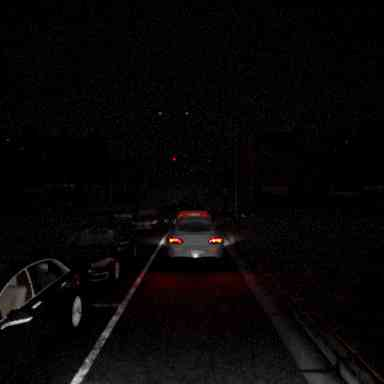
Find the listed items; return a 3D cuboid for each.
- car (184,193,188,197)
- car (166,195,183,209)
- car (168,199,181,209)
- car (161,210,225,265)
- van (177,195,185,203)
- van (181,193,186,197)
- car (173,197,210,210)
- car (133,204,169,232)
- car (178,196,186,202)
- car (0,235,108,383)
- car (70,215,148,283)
[{"bbox_3d":[-2.671,1.645,74.906,2.192,1.841,5.009,-1,0,0],"label":"car"},{"bbox_3d":[-2.669,1.695,47.206,1.967,1.590,4.097,-2,0,0],"label":"car"},{"bbox_3d":[-2.667,1.811,52.573,1.752,1.417,4.829,-2,0,0],"label":"car"},{"bbox_3d":[0.098,1.574,11.824,1.812,1.442,4.674,0,0,0],"label":"car"},{"bbox_3d":[-2.668,1.664,80.443,1.690,1.788,3.998,-1,0,0],"label":"van"},{"bbox_3d":[-2.669,1.671,69.362,1.690,1.788,3.998,-1,0,0],"label":"van"},{"bbox_3d":[0.097,1.450,21.787,2.097,1.767,4.553,0,0,0],"label":"car"},{"bbox_3d":[-2.661,1.672,20.428,1.802,1.307,4.206,-2,0,0],"label":"car"},{"bbox_3d":[-2.663,1.841,91.526,2.008,1.369,4.403,-1,0,0],"label":"car"},{"bbox_3d":[-2.659,1.567,4.085,2.008,1.369,4.403,-2,0,0],"label":"car"},{"bbox_3d":[-2.660,1.589,9.534,2.008,1.369,4.403,-2,0,0],"label":"car"}]
